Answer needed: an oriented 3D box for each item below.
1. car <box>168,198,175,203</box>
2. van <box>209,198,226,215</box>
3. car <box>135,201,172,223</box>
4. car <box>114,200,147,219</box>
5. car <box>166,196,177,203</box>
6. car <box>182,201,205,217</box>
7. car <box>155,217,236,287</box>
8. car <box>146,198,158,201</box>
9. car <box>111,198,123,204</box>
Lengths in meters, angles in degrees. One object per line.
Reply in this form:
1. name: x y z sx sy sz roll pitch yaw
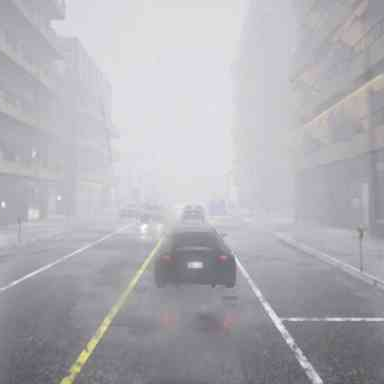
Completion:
1. car: -5.594 2.205 91.392 1.802 1.307 4.206 1 0 0
2. van: 2.741 1.593 36.718 1.690 1.788 3.998 1 0 0
3. car: -3.075 1.737 27.576 2.033 1.411 5.357 0 0 0
4. car: -5.615 1.765 31.131 2.008 1.369 4.403 1 0 0
5. car: -5.596 2.025 85.818 1.967 1.590 4.097 1 0 0
6. car: 0.120 1.740 27.989 2.033 1.411 5.357 0 0 0
7. car: 0.088 1.631 9.517 1.994 1.385 4.181 0 0 0
8. car: -5.606 1.855 42.211 1.947 1.339 4.313 1 0 0
9. car: -16.427 1.978 70.408 4.097 1.590 1.967 0 -2 0
